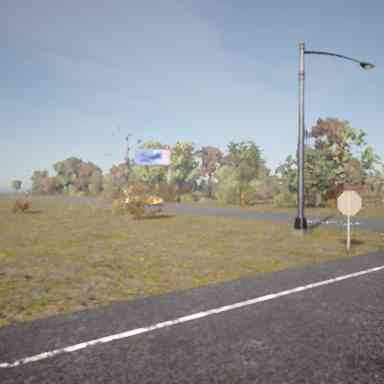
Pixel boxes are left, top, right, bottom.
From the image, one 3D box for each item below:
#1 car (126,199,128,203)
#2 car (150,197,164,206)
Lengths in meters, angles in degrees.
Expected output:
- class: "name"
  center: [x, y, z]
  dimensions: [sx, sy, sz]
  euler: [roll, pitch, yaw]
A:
- class: "car"
  center: [-11.161, 1.534, 64.604]
  dimensions: [1.882, 1.535, 5.008]
  euler: [1, 0, -34]
- class: "car"
  center: [-6.599, 1.547, 57.852]
  dimensions: [1.882, 1.535, 5.008]
  euler: [1, 0, -33]
